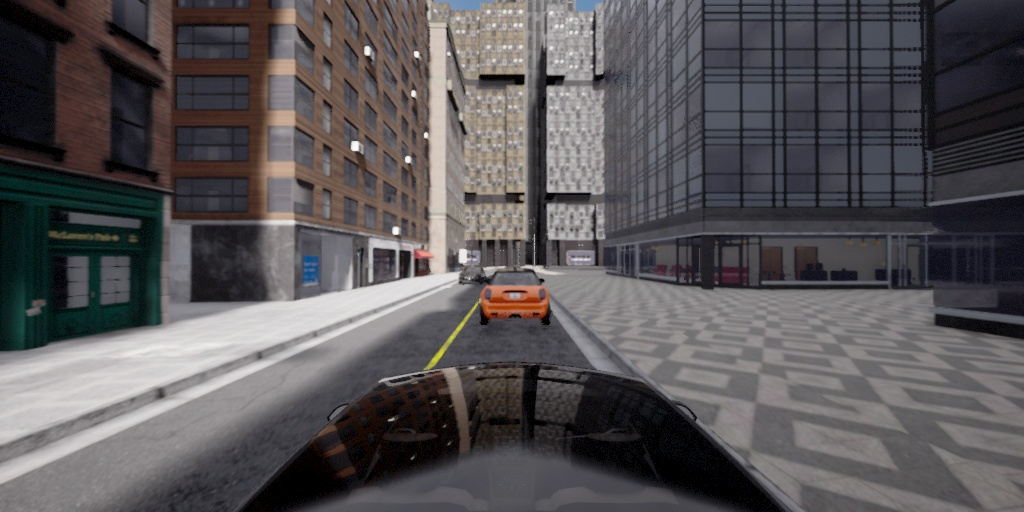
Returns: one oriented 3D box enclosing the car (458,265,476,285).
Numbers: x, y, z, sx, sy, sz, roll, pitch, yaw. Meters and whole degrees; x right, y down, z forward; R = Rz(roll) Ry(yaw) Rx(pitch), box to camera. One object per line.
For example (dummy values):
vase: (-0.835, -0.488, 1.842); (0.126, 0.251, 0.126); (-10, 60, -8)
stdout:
car: (-3.122, 1.478, 28.729); (1.837, 1.490, 4.892); (0, -1, 0)

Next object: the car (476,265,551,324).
car: (0.090, 1.188, 12.426); (2.097, 1.767, 4.553); (0, -1, 0)

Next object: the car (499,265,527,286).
car: (0.071, 1.524, 29.204); (2.033, 1.411, 5.357); (0, -1, 0)
